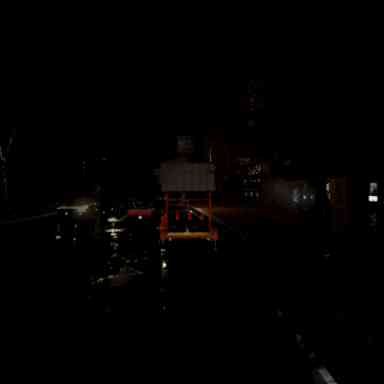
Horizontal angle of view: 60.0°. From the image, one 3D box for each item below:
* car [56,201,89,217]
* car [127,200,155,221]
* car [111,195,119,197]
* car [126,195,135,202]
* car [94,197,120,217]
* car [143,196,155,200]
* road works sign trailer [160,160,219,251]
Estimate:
[{"bbox_3d":[-11.072,1.568,31.096,1.895,1.301,4.718,0,0,-5],"label":"car"},{"bbox_3d":[-3.995,1.557,26.722,1.895,1.301,4.718,0,0,-4],"label":"car"},{"bbox_3d":[-16.534,1.339,71.433,2.033,1.411,5.357,0,0,-11],"label":"car"},{"bbox_3d":[-13.350,1.308,72.085,1.812,1.442,4.674,0,0,-11],"label":"car"},{"bbox_3d":[-7.827,1.482,31.091,1.812,1.442,4.674,0,0,-4],"label":"car"},{"bbox_3d":[-7.014,1.403,54.713,1.812,1.442,4.674,0,0,-7],"label":"car"},{"bbox_3d":[-0.165,0.439,14.085,2.380,3.560,2.880,0,0,-3],"label":"road works sign trailer"}]
